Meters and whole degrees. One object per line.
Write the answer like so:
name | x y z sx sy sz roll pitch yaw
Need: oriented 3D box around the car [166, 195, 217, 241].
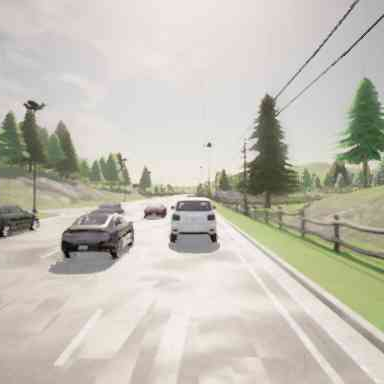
car | 0.068 1.302 17.188 2.150 2.045 5.566 0 0 0

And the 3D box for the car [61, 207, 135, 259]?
car | -3.423 1.558 12.865 2.128 1.511 4.902 0 0 0

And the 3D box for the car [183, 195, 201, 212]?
car | 0.019 1.421 42.636 2.150 2.045 5.566 0 0 0

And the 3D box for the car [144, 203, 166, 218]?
car | -3.462 1.757 32.473 1.895 1.301 4.718 0 0 0

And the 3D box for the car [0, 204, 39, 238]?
car | -10.435 1.451 18.544 2.097 1.767 4.553 0 0 0

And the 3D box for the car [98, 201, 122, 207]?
car | -6.954 1.687 28.010 2.033 1.411 5.357 0 0 0

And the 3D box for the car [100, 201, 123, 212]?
car | -10.482 1.817 43.584 1.895 1.301 4.718 0 0 0
